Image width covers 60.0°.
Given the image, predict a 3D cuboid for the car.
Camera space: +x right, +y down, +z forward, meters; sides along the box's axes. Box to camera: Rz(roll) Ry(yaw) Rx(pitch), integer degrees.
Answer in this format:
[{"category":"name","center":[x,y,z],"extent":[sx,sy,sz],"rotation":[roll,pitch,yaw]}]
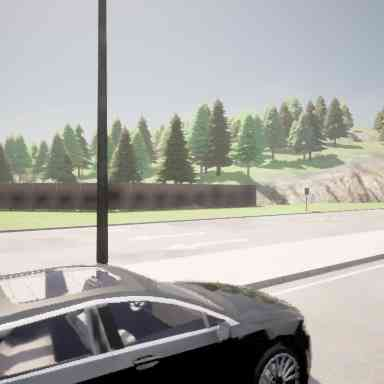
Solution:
[{"category":"car","center":[-0.872,1.491,3.133],"extent":[4.902,1.511,2.128],"rotation":[0,0,-35]}]
